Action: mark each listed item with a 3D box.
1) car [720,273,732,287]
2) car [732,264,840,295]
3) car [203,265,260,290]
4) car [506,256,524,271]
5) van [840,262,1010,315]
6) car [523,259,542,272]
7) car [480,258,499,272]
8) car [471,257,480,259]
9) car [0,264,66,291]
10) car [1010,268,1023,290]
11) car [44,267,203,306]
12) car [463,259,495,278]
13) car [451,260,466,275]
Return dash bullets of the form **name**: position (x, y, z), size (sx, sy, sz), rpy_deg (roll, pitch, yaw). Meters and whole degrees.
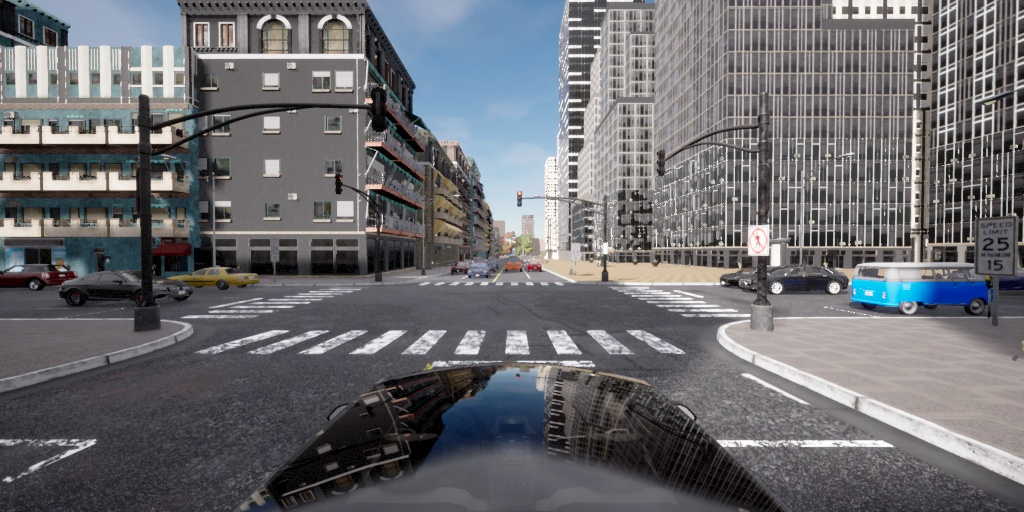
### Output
- **car**: position (14.730, 1.216, 21.315), size (4.313, 1.339, 1.948), rpy_deg (0, 0, 0)
- **car**: position (14.639, 1.194, 18.713), size (4.892, 1.490, 1.837), rpy_deg (0, 1, 0)
- **car**: position (-17.828, 1.247, 21.353), size (4.829, 1.417, 1.751), rpy_deg (0, 0, 0)
- **car**: position (0.220, 1.097, 48.173), size (2.097, 1.767, 4.553), rpy_deg (0, 0, 0)
- **van**: position (14.720, 1.117, 12.935), size (3.998, 1.789, 1.690), rpy_deg (0, 0, 0)
- **car**: position (2.777, 1.290, 45.085), size (1.888, 1.381, 4.507), rpy_deg (0, 0, 0)
- **car**: position (-2.980, 1.309, 43.985), size (1.994, 1.385, 4.181), rpy_deg (0, 0, 0)
- **car**: position (-5.570, 1.185, 45.051), size (1.967, 1.591, 4.097), rpy_deg (0, 0, 0)
- **car**: position (-28.726, 1.190, 21.366), size (4.097, 1.591, 1.967), rpy_deg (0, 0, 0)
- **car**: position (24.711, 1.196, 18.700), size (4.674, 1.442, 1.812), rpy_deg (0, 1, 0)
- **car**: position (-16.651, 1.332, 15.551), size (4.674, 1.442, 1.812), rpy_deg (0, 1, 0)
- **car**: position (-3.010, 1.293, 33.951), size (2.033, 1.411, 5.357), rpy_deg (0, 0, 0)
- **car**: position (-5.586, 1.290, 39.402), size (1.888, 1.381, 4.507), rpy_deg (0, 0, 0)
